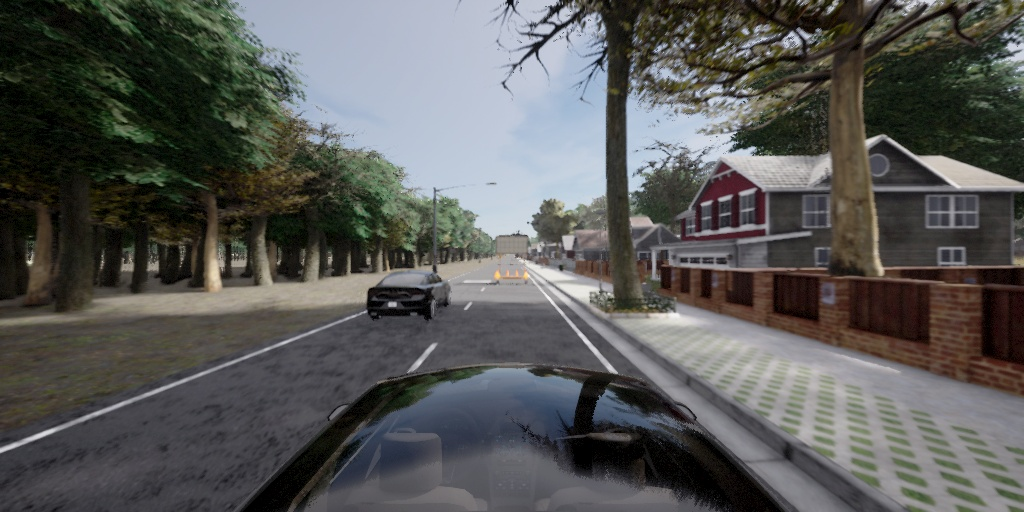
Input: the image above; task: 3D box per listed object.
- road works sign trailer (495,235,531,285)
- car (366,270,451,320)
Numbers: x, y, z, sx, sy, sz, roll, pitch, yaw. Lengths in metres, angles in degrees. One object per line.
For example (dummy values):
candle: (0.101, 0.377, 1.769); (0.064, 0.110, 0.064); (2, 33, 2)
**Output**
road works sign trailer: (-0.001, 0.241, 26.202); (2.380, 3.560, 2.880); (0, 0, 0)
car: (-3.401, 1.235, 12.677); (1.882, 1.535, 5.008); (0, 0, 0)
